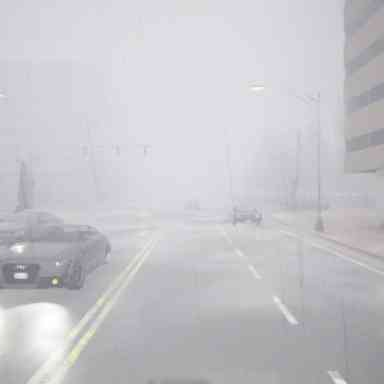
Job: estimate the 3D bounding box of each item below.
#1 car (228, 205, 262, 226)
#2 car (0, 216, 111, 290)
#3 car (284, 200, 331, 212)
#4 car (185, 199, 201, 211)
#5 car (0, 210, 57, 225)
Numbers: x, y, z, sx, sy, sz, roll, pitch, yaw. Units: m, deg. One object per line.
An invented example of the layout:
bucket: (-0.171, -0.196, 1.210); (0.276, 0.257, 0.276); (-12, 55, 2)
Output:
car: (3.610, 1.592, 23.544); (1.895, 1.301, 4.718); (0, 0, 1)
car: (-3.562, 1.561, 8.942); (1.994, 1.385, 4.181); (0, 0, 1)
car: (12.959, 1.531, 37.417); (4.718, 1.301, 1.895); (0, 0, 0)
car: (0.090, 1.500, 40.414); (2.033, 1.411, 5.357); (0, 0, 0)
car: (-7.021, 1.520, 14.343); (1.812, 1.442, 4.674); (0, 0, 0)
